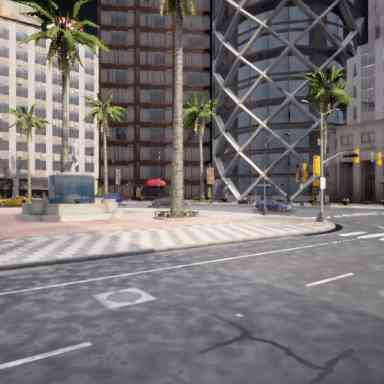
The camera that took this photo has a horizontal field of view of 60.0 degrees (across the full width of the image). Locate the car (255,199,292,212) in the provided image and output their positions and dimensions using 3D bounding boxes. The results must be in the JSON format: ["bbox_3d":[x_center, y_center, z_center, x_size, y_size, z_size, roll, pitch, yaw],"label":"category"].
[{"bbox_3d":[9.625,1.526,39.480,1.812,1.442,4.674,0,0,-39],"label":"car"}]

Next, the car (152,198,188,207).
[{"bbox_3d":[-3.319,1.547,49.716,5.357,1.411,2.033,0,0,23],"label":"car"}]

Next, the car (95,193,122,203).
[{"bbox_3d":[-15.297,1.221,59.402,5.566,2.045,2.150,0,0,3],"label":"car"}]

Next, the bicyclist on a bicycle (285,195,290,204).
[{"bbox_3d":[15.718,1.300,54.602,0.582,1.620,1.656,0,0,42],"label":"bicyclist on a bicycle"}]

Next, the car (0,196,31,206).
[{"bbox_3d":[-28.766,1.478,54.459,5.008,1.535,1.882,0,0,-14],"label":"car"}]

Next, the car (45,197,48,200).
[{"bbox_3d":[-25.587,1.601,58.827,4.718,1.301,1.895,0,0,-10],"label":"car"}]
